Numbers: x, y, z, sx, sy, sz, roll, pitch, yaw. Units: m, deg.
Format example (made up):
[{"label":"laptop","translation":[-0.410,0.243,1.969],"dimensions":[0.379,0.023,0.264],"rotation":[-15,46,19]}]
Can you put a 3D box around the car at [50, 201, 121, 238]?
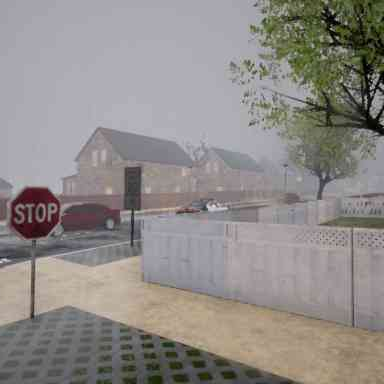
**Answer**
[{"label":"car","translation":[-5.904,1.254,16.932],"dimensions":[1.882,1.535,5.008],"rotation":[2,2,35]}]

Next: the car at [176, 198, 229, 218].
[{"label":"car","translation":[0.927,1.197,26.572],"dimensions":[1.895,1.301,4.718],"rotation":[2,2,35]}]

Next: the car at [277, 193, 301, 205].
[{"label":"car","translation":[12.558,0.822,42.860],"dimensions":[1.812,1.442,4.674],"rotation":[2,2,36]}]

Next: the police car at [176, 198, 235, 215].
[{"label":"police car","translation":[1.173,1.243,21.992],"dimensions":[2.038,1.542,4.974],"rotation":[2,2,35]}]
